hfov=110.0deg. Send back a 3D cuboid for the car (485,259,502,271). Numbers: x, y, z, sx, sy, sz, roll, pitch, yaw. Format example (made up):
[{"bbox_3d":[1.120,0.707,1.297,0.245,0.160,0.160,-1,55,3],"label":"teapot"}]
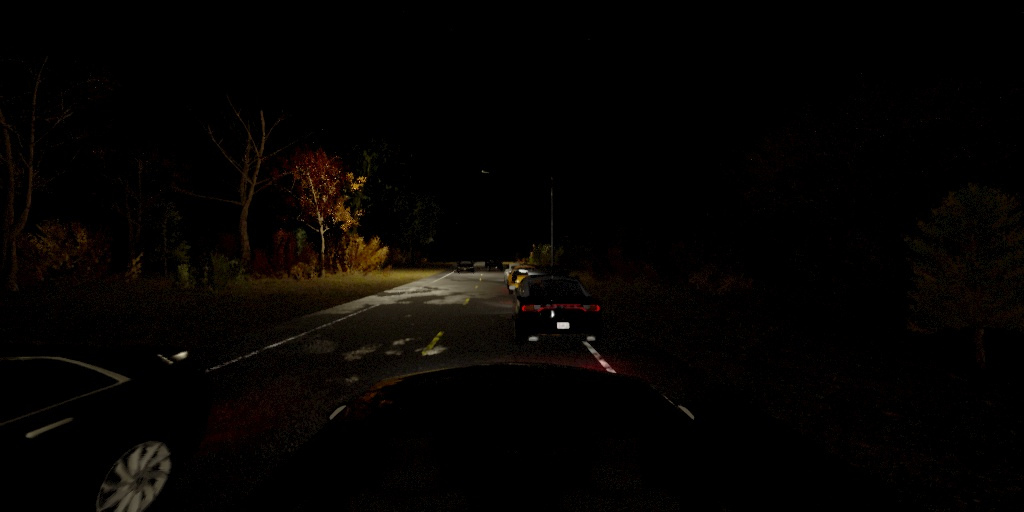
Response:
[{"bbox_3d":[-2.225,1.214,47.638,1.837,1.490,4.892,0,0,-5],"label":"car"}]

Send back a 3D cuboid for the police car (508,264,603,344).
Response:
[{"bbox_3d":[0.965,1.170,9.681,1.930,1.638,5.238,0,0,-1],"label":"police car"}]

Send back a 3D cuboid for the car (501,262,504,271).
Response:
[{"bbox_3d":[0.401,1.254,25.651,1.812,1.442,4.674,0,0,-3],"label":"car"}]

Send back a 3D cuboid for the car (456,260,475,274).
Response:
[{"bbox_3d":[-5.374,1.194,41.706,1.882,1.535,5.008,0,0,-5],"label":"car"}]

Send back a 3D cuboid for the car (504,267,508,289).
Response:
[{"bbox_3d":[0.667,1.192,19.812,1.801,1.575,5.366,0,0,-2],"label":"car"}]

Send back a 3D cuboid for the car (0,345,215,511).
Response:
[{"bbox_3d":[-3.629,1.255,1.229,1.837,1.490,4.892,0,0,0],"label":"car"}]
